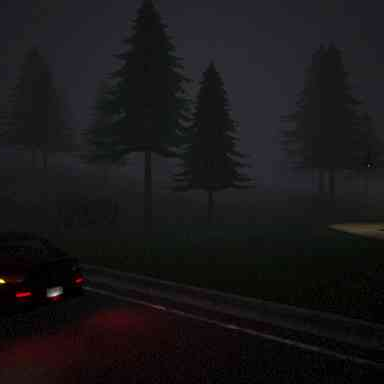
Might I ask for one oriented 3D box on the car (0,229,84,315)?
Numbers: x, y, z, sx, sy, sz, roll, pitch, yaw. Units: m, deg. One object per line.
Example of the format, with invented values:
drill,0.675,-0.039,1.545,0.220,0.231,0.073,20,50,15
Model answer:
car,-4.203,1.525,6.992,4.674,1.442,1.812,0,0,36
